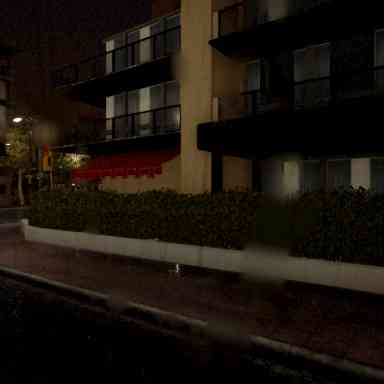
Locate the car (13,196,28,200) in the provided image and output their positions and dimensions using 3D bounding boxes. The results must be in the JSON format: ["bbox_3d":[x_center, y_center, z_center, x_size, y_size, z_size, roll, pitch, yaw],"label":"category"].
[{"bbox_3d":[-36.180,1.481,67.980,4.892,1.521,2.231,0,0,36],"label":"car"}]
